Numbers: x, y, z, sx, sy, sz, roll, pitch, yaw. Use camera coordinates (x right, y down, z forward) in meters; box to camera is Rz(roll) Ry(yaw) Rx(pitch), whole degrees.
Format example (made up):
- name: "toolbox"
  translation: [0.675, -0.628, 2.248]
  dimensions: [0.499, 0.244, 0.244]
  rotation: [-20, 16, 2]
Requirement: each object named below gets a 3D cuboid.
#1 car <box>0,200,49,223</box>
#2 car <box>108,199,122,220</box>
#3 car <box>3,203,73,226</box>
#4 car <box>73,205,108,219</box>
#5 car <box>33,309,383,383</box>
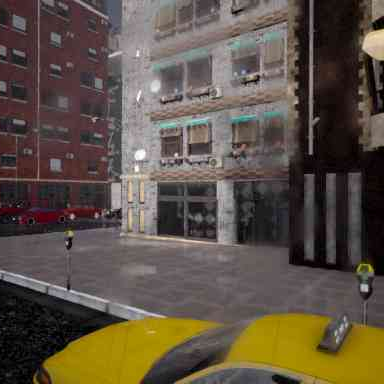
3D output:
- name: "car"
  translation: [-14.151, 1.591, 27.650]
  dimensions: [2.192, 1.841, 5.009]
  rotation: [-1, -2, 35]
- name: "car"
  translation: [-6.448, 1.683, 33.995]
  dimensions: [2.150, 2.045, 5.566]
  rotation: [0, -1, 35]
- name: "car"
  translation: [-12.004, 1.851, 26.174]
  dimensions: [1.994, 1.385, 4.181]
  rotation: [0, -1, 35]
- name: "car"
  translation: [-10.854, 1.924, 32.288]
  dimensions: [1.887, 1.381, 4.507]
  rotation: [-1, -2, 35]
- name: "car"
  translation: [0.736, 1.525, 2.350]
  dimensions: [4.829, 1.417, 1.752]
  rotation: [0, 0, 36]
